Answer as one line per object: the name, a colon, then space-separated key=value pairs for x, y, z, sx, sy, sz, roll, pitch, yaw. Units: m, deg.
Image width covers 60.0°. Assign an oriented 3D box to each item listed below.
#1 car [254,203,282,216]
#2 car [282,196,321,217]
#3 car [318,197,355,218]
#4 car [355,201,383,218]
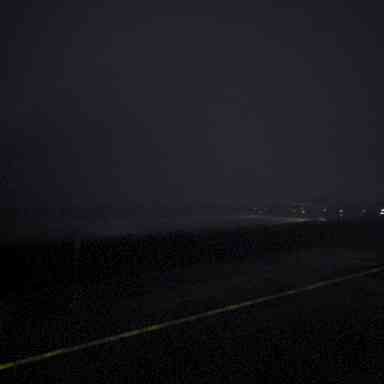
car: x=8.950 y=1.847 z=36.192 sx=4.718 sy=1.301 sz=1.895 roll=1 pitch=0 yaw=-35
car: x=12.254 y=1.481 z=34.251 sx=5.566 sy=2.045 sz=2.150 roll=1 pitch=0 yaw=-35
car: x=14.477 y=1.613 z=31.535 sx=4.553 sy=1.767 sz=2.097 roll=1 pitch=0 yaw=-35
car: x=16.535 y=1.613 z=28.705 sx=4.553 sy=1.767 sz=2.097 roll=1 pitch=0 yaw=-35
